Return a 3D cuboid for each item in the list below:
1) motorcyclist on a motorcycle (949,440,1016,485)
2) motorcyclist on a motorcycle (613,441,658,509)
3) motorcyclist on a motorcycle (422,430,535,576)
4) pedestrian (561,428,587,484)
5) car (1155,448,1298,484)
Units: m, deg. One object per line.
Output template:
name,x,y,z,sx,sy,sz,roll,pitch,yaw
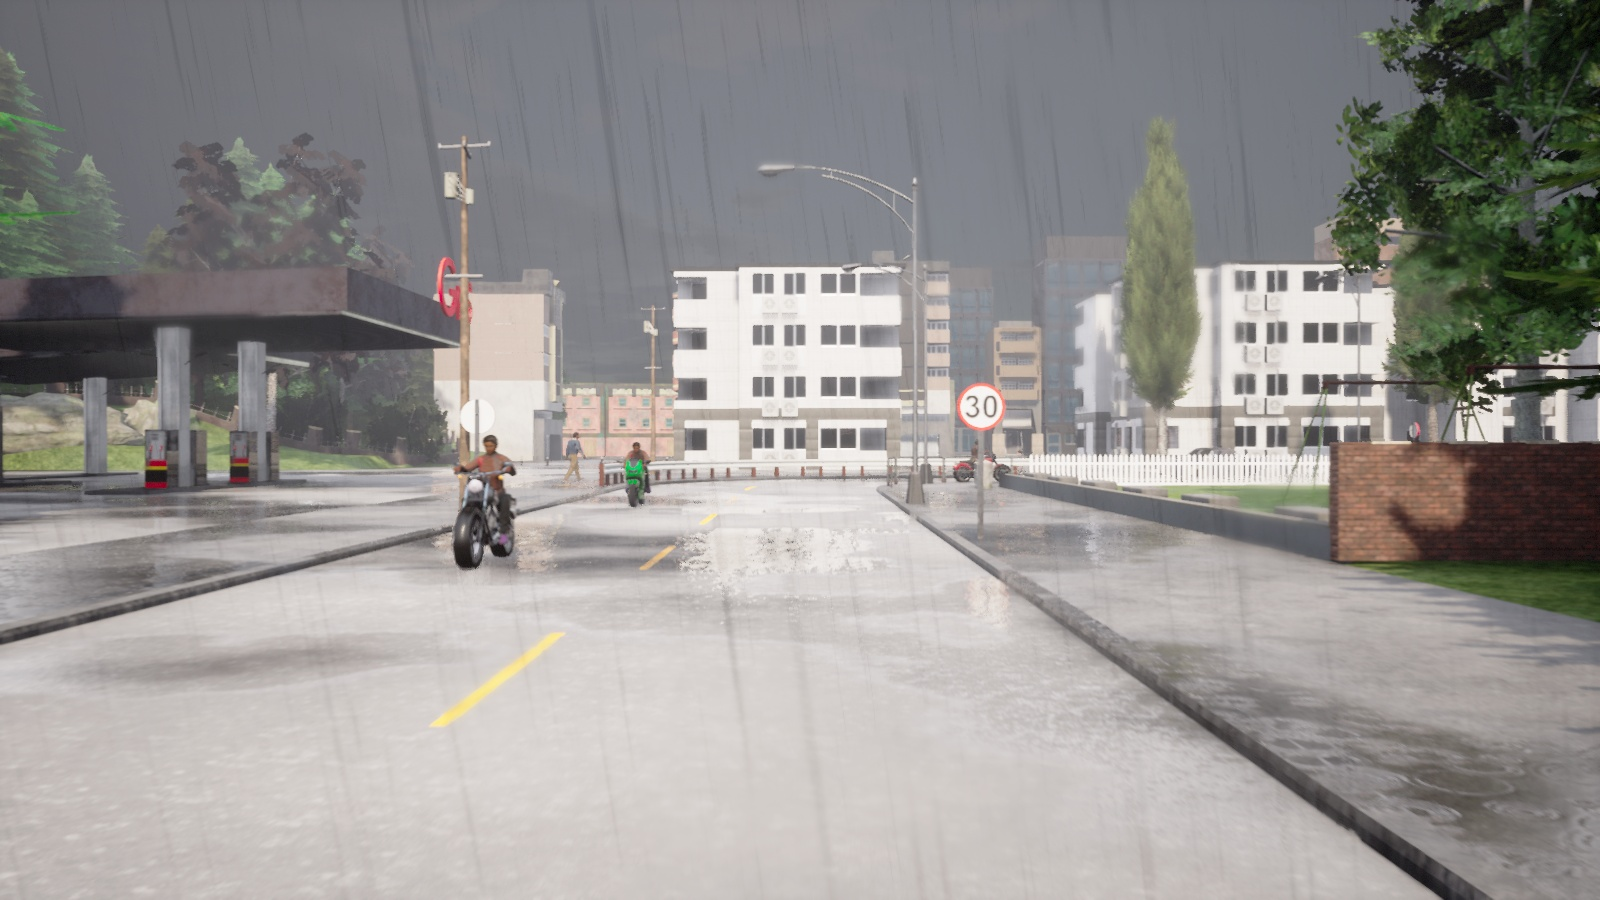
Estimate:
motorcyclist on a motorcycle,6.803,0.442,46.733,2.350,1.649,0.766,0,0,-18
motorcyclist on a motorcycle,-3.828,0.561,29.366,0.797,1.523,2.044,0,0,0
motorcyclist on a motorcycle,-3.900,0.606,15.444,0.766,1.649,2.350,0,0,0
pedestrian,-7.825,0.206,43.528,0.423,1.949,0.788,0,0,43
car,15.930,0.596,47.082,4.718,1.301,1.895,0,0,1
